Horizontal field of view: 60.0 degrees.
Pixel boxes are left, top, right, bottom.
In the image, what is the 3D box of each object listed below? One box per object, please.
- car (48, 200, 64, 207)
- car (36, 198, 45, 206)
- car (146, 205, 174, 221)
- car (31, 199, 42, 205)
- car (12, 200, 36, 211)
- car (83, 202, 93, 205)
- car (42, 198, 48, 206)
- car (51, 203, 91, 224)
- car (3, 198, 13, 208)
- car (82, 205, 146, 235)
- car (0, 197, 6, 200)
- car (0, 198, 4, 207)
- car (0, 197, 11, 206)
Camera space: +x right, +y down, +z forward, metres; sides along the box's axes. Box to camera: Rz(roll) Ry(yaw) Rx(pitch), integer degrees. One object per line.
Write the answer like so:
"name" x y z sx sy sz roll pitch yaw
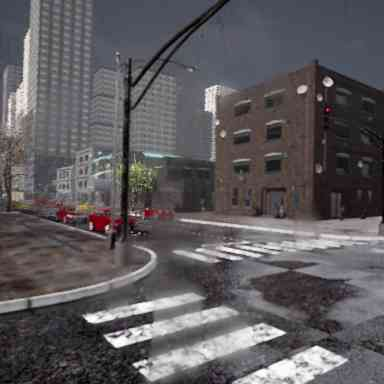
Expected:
"car" -26.590 2.324 65.909 1.967 1.590 4.097 2 -1 -35
"car" -36.104 2.351 79.512 2.192 1.841 5.009 2 -1 -35
"car" -3.478 1.971 33.107 1.967 1.590 4.097 2 -1 -35
"car" -39.377 2.614 84.180 1.752 1.417 4.829 2 -1 -35
"car" -24.067 1.990 47.586 1.752 1.417 4.829 2 -1 -35
"car" -16.172 2.248 51.139 1.752 1.417 4.829 2 -1 -35
"car" -29.764 2.516 70.440 1.802 1.307 4.206 2 -1 -35
"car" -9.926 1.827 27.253 1.802 1.307 4.206 2 -1 -35
"car" -30.466 2.113 56.822 1.887 1.381 4.507 2 -1 -35
"car" -4.764 1.712 19.879 1.887 1.381 4.507 2 -1 -35
"car" -36.629 2.232 65.642 1.947 1.339 4.313 2 -1 -35
"car" -33.456 2.182 61.108 1.947 1.339 4.313 2 -1 -35
"car" -39.797 2.032 70.180 2.192 1.841 5.009 2 -1 -35
